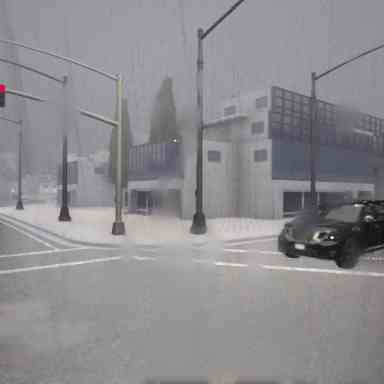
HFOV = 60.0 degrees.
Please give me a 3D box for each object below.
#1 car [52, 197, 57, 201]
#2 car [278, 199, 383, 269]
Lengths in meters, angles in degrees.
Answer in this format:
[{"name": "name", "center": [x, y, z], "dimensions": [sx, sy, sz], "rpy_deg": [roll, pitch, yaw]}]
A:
[{"name": "car", "center": [-32.334, 1.537, 83.290], "dimensions": [4.718, 1.301, 1.895], "rpy_deg": [0, 0, -7]}, {"name": "car", "center": [5.422, 1.294, 11.622], "dimensions": [5.566, 2.045, 2.150], "rpy_deg": [0, 0, -37]}]
